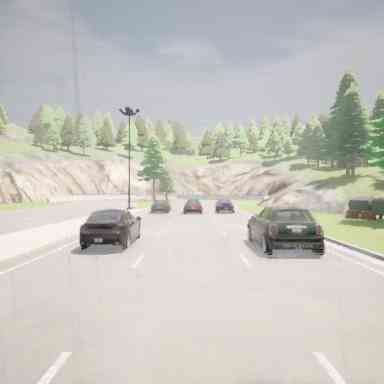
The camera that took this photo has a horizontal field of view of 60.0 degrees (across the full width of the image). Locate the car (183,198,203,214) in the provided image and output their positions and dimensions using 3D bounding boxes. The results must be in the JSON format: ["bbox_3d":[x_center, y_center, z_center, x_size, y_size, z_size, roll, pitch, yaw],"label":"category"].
[{"bbox_3d":[0.108,1.564,35.271,1.994,1.385,4.181,0,0,0],"label":"car"}]

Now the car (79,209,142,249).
[{"bbox_3d":[-3.395,1.505,14.488,1.837,1.490,4.892,0,0,0],"label":"car"}]

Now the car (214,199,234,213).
[{"bbox_3d":[3.614,1.526,37.371,1.812,1.442,4.674,0,0,0],"label":"car"}]

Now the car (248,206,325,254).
[{"bbox_3d":[3.602,1.352,13.537,2.097,1.767,4.553,0,0,0],"label":"car"}]

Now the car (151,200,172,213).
[{"bbox_3d":[-3.388,1.564,36.957,1.994,1.385,4.181,0,0,0],"label":"car"}]

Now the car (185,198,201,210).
[{"bbox_3d":[0.166,1.547,44.514,2.033,1.411,5.357,0,0,1],"label":"car"}]
